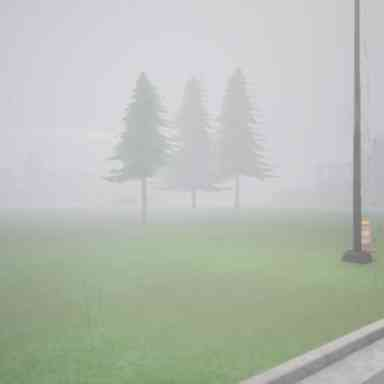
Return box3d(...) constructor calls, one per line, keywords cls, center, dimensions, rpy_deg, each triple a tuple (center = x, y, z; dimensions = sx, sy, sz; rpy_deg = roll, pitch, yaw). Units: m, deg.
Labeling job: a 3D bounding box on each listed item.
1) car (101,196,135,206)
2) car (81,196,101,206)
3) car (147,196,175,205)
box3d(cls="car", center=(-11.658, 1.492, 54.092), dimensions=(4.902, 1.511, 2.128), rpy_deg=(0, 0, -39))
box3d(cls="car", center=(-15.945, 1.477, 55.407), dimensions=(5.008, 1.535, 1.882), rpy_deg=(0, 0, -36))
box3d(cls="car", center=(-5.379, 1.490, 58.085), dimensions=(4.902, 1.511, 2.128), rpy_deg=(0, 0, -16))
